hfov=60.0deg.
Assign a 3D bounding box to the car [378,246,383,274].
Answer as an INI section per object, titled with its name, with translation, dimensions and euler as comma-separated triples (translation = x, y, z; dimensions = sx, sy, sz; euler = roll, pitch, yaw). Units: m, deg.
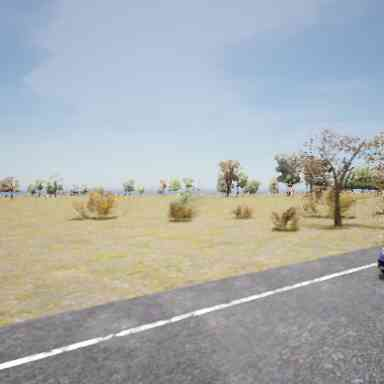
[car]
translation = 6.821, 1.425, 8.845
dimensions = 4.674, 1.442, 1.812
euler = -1, 0, -35
